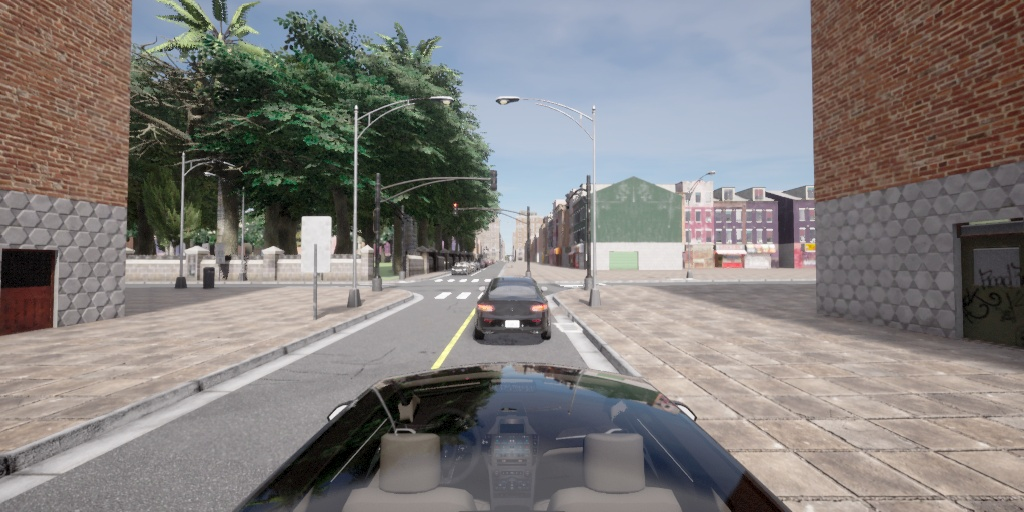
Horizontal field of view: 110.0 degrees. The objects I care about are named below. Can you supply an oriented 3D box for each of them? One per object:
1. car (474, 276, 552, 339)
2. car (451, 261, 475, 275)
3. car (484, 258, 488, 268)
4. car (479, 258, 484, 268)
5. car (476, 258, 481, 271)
[{"bbox_3d":[0.031,1.279,9.921,1.812,1.442,4.674,0,0,1],"label":"car"},{"bbox_3d":[-5.493,1.332,38.784,2.007,1.370,4.403,0,0,0],"label":"car"},{"bbox_3d":[-5.632,1.417,62.269,1.802,1.307,4.207,0,0,0],"label":"car"},{"bbox_3d":[-5.555,1.371,51.370,1.948,1.339,4.313,0,0,0],"label":"car"},{"bbox_3d":[-5.517,1.344,45.920,2.007,1.370,4.403,0,0,0],"label":"car"}]
